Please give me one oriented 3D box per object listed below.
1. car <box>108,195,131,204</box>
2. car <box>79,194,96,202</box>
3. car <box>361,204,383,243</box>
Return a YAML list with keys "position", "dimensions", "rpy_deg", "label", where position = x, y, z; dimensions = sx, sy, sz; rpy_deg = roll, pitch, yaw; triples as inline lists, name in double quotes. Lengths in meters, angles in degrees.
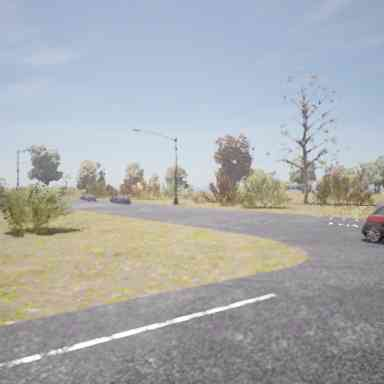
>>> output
- position: [-11.883, 1.247, 54.463]
  dimensions: [2.033, 1.411, 5.357]
  rpy_deg: [0, 1, -36]
  label: "car"
- position: [-20.977, 1.169, 66.879]
  dimensions: [2.033, 1.411, 5.357]
  rpy_deg: [0, 1, -36]
  label: "car"
- position: [9.465, 1.286, 13.433]
  dimensions: [2.097, 1.767, 4.553]
  rpy_deg: [0, 0, -36]
  label: "car"
